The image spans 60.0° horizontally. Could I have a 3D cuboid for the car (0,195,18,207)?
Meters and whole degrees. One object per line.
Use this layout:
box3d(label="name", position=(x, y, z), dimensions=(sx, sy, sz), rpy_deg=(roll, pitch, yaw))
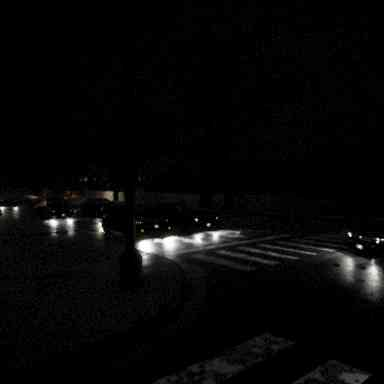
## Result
box3d(label="car", position=(-24.167, 1.082, 43.433), dimensions=(1.812, 1.442, 4.674), rpy_deg=(-1, 1, -38))

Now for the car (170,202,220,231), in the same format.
box3d(label="car", position=(-0.808, 1.290, 19.064), dimensions=(2.033, 1.411, 5.357), rpy_deg=(-1, 0, -39))

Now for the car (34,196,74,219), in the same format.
box3d(label="car", position=(-11.316, 1.322, 27.081), dimensions=(2.033, 1.411, 5.357), rpy_deg=(-1, 1, -38))

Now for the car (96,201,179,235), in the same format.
box3d(label="car", position=(-2.811, 1.346, 16.357), dimensions=(1.994, 1.385, 4.181), rpy_deg=(-1, 0, -38))

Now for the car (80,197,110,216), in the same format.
box3d(label="car", position=(-7.749, 1.218, 27.819), dimensions=(1.882, 1.535, 5.008), rpy_deg=(-1, 1, -38))

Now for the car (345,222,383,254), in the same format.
box3d(label="car", position=(8.008, 1.311, 11.030), dimensions=(5.357, 1.411, 2.033), rpy_deg=(-1, 1, -8))
